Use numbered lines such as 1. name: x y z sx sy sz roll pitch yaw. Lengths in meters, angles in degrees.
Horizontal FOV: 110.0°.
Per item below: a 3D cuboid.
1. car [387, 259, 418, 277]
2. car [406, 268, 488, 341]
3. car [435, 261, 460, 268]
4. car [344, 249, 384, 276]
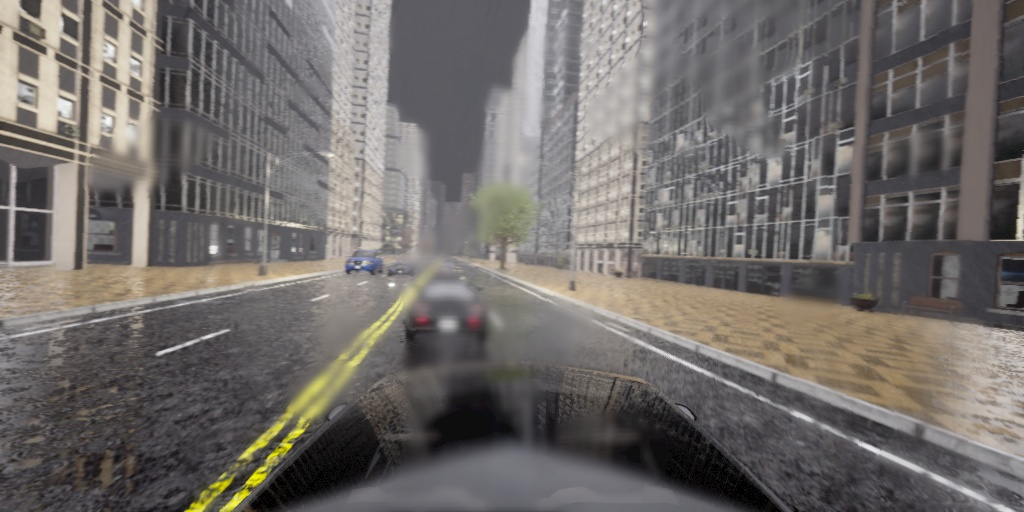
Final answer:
1. car: -8.708 0.983 28.889 1.994 1.385 4.181 3 0 -10
2. car: -1.693 1.219 9.548 1.812 1.442 4.674 3 0 -10
3. car: -5.204 1.135 28.811 2.033 1.411 5.357 3 0 -10
4. car: -12.185 0.474 29.942 2.150 2.045 5.566 3 0 -10
